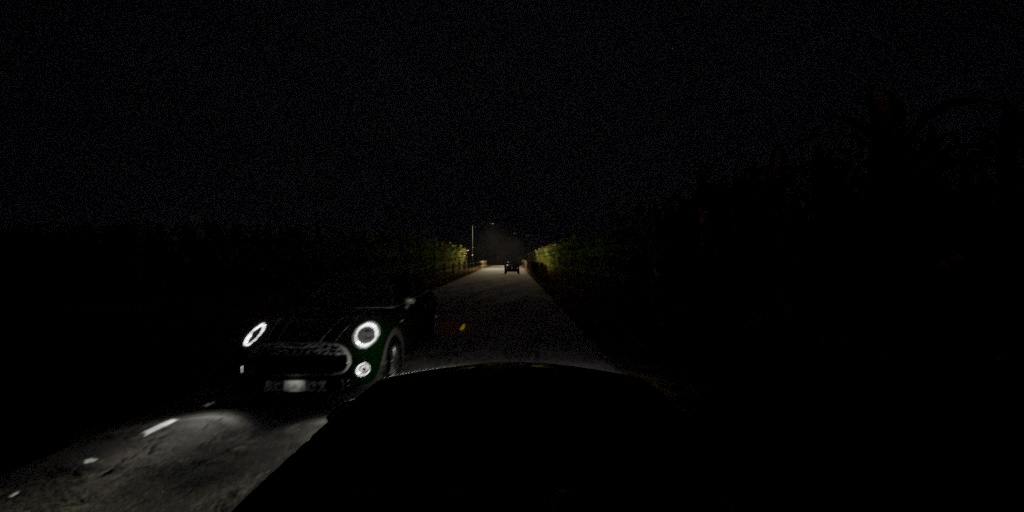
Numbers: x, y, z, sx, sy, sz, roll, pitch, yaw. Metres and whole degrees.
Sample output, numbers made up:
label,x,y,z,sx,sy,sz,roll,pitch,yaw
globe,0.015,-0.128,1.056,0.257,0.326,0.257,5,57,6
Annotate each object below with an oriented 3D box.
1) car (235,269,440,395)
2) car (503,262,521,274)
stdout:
label,x,y,z,sx,sy,sz,roll,pitch,yaw
car,-2.827,1.103,6.926,2.097,1.767,4.553,0,0,0
car,0.005,1.347,41.454,2.033,1.411,5.357,0,0,0
